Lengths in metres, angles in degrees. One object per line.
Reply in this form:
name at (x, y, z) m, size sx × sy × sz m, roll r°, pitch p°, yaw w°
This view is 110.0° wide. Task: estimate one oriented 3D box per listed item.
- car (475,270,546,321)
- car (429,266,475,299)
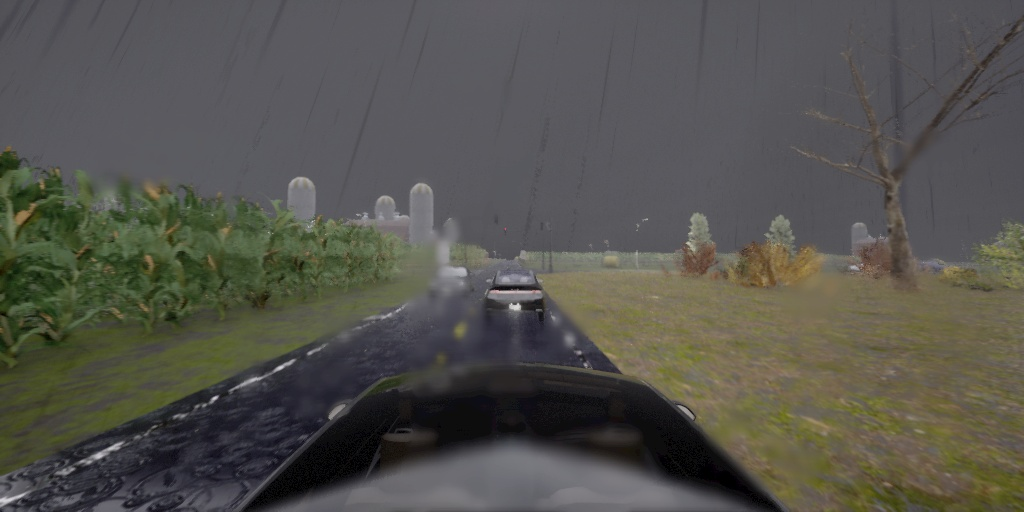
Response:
car at (0.097, 1.225, 12.371) m, size 2.128 × 1.511 × 4.902 m, roll 0°, pitch 0°, yaw 0°
car at (-2.837, 1.252, 17.967) m, size 1.812 × 1.442 × 4.674 m, roll 0°, pitch 0°, yaw 0°
